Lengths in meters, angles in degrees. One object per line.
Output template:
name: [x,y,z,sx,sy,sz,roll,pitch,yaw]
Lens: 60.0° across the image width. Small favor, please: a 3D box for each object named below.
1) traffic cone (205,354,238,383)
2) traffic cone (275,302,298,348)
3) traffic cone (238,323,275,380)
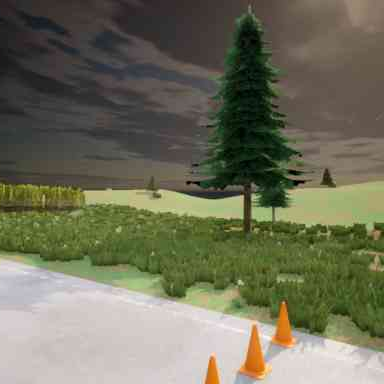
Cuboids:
traffic cone: [0.209,1.955,3.385,0.340,0.580,0.340,0,0,36]
traffic cone: [1.378,1.955,5.007,0.340,0.580,0.340,0,0,36]
traffic cone: [0.793,1.955,4.196,0.340,0.580,0.340,0,0,36]
